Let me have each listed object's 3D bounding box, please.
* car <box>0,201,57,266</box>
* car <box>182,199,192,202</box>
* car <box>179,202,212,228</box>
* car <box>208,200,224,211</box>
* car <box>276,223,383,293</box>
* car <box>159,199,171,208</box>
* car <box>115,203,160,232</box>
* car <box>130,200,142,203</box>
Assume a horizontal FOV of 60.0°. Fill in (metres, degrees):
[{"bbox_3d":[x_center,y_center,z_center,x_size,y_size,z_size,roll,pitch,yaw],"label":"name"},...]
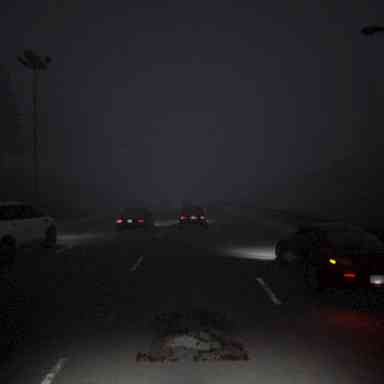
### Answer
[{"bbox_3d":[-6.917,1.340,12.096,2.150,2.045,5.566,-1,0,0],"label":"car"},{"bbox_3d":[-0.863,1.836,53.793,1.895,1.301,4.718,-1,0,-2],"label":"car"},{"bbox_3d":[0.042,1.645,23.080,2.033,1.411,5.357,-1,0,0],"label":"car"},{"bbox_3d":[3.005,1.722,44.061,1.994,1.385,4.181,-1,0,-2],"label":"car"},{"bbox_3d":[3.585,1.529,8.739,1.812,1.442,4.674,-1,0,0],"label":"car"},{"bbox_3d":[-4.362,1.816,53.671,2.033,1.411,5.357,-1,0,-2],"label":"car"},{"bbox_3d":[-3.451,1.669,20.942,2.033,1.411,5.357,-1,0,0],"label":"car"},{"bbox_3d":[-7.505,1.808,44.720,2.033,1.411,5.357,-1,0,-3],"label":"car"}]
